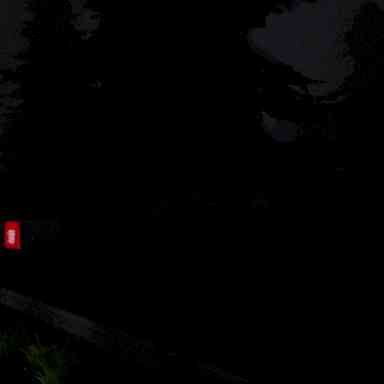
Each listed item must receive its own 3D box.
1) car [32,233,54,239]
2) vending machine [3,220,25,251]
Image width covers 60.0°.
[{"bbox_3d":[-17.108,5.587,38.573,1.837,1.490,4.892,-3,-7,-4],"label":"car"},{"bbox_3d":[-12.627,3.062,23.618,1.100,2.100,0.880,2,-3,-11],"label":"vending machine"}]
